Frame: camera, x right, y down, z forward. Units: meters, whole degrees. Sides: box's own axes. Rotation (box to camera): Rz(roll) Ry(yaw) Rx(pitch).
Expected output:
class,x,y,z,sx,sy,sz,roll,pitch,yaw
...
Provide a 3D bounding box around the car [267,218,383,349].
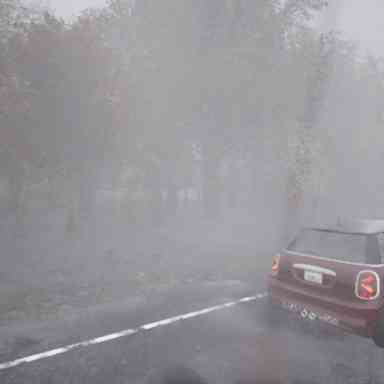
class,x,y,z,sx,sy,sz,roll,pitch,yaw
car,3.575,1.295,6.296,4.553,1.767,2.097,-1,0,-35
